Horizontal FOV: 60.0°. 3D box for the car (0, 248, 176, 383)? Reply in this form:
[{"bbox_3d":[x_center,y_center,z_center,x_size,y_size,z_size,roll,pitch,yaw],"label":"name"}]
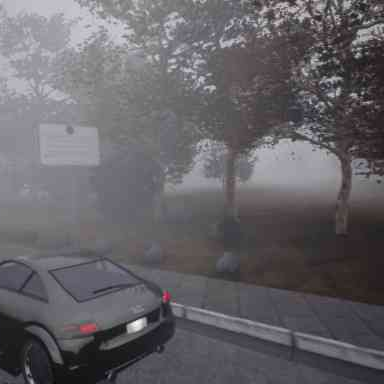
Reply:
[{"bbox_3d":[-2.296,1.609,5.205,4.181,1.385,1.994,-1,0,36],"label":"car"}]
